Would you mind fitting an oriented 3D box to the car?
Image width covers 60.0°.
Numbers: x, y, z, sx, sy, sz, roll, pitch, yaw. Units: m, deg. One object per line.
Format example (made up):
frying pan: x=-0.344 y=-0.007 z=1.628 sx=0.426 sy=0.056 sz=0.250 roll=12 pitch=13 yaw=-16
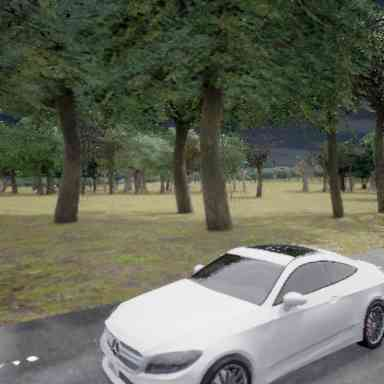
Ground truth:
car: x=1.083 y=1.538 z=4.779 sx=4.674 sy=1.442 sz=1.812 roll=0 pitch=0 yaw=-35
